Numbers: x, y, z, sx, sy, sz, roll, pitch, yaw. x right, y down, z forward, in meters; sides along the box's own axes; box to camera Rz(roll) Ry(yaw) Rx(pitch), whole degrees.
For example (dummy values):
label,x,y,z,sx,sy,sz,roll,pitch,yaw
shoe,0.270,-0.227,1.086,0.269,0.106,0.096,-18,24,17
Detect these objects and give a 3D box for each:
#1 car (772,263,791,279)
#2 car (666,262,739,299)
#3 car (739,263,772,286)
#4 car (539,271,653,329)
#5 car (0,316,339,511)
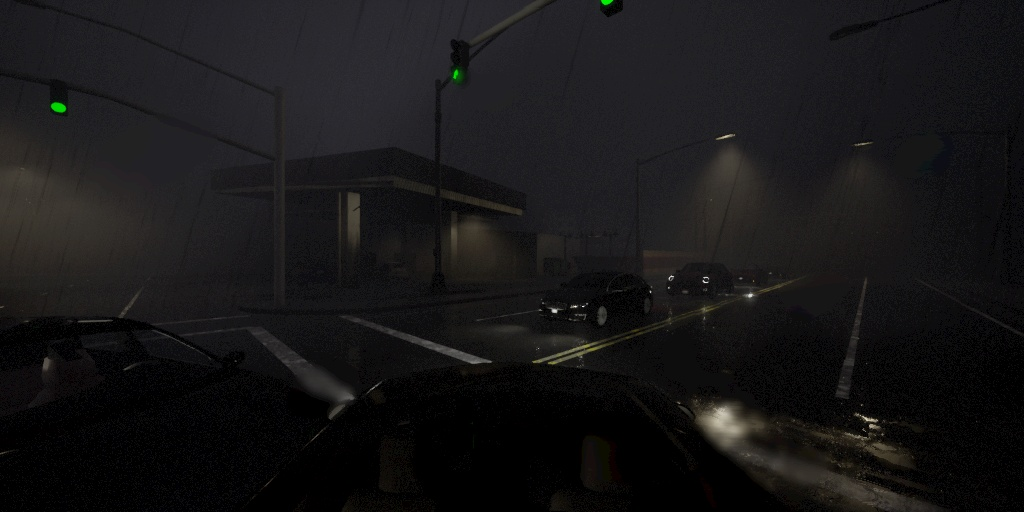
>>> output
label,x,y,z,sx,sy,sz,roll,pitch,yaw
car,23.741,1.314,32.365,4.181,1.385,1.994,0,0,-45
car,9.698,1.102,18.384,4.553,1.767,2.097,0,0,-45
car,16.616,1.314,25.303,1.994,1.385,4.181,0,0,44
car,2.867,1.255,11.530,1.837,1.490,4.892,0,0,45
car,-3.424,1.242,2.505,4.902,1.511,2.128,0,0,15
